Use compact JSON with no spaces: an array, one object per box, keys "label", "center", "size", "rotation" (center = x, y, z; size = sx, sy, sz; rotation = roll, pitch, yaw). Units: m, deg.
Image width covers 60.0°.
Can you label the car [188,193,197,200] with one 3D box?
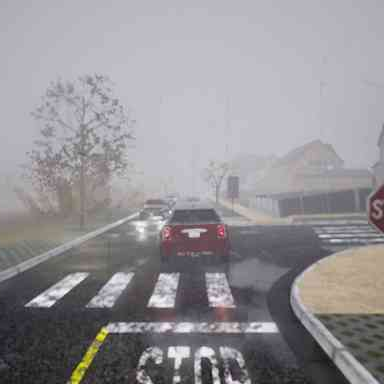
[{"label":"car","center":[0.102,0.852,67.968],"size":[1.812,1.442,4.674],"rotation":[0,1,0]}]

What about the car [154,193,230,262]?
[{"label":"car","center":[0.061,1.120,11.678],"size":[2.097,1.767,4.553],"rotation":[-2,4,0]}]

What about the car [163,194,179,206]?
[{"label":"car","center":[-2.839,1.068,45.038],"size":[1.812,1.442,4.674],"rotation":[0,1,1]}]

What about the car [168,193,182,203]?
[{"label":"car","center":[-2.795,0.933,55.446],"size":[2.128,1.511,4.902],"rotation":[0,1,1]}]

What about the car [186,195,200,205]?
[{"label":"car","center":[0.107,1.109,48.547],"size":[1.895,1.301,4.718],"rotation":[0,1,0]}]

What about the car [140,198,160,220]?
[{"label":"car","center":[-2.842,1.259,25.626],"size":[1.812,1.442,4.674],"rotation":[0,1,0]}]

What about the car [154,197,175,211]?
[{"label":"car","center":[-2.841,1.238,35.260],"size":[1.895,1.301,4.718],"rotation":[0,1,0]}]
